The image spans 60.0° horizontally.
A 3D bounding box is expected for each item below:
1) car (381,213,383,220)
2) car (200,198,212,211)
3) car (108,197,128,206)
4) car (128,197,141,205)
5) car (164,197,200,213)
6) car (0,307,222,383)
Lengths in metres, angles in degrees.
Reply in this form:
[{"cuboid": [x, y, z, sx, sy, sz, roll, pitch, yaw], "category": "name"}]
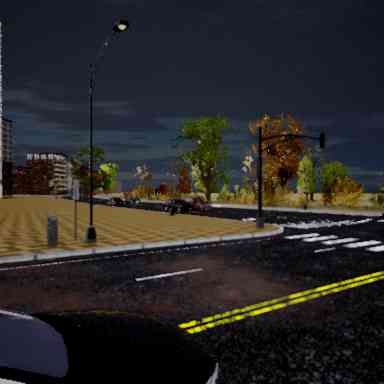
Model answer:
[{"cuboid": [14.929, 1.556, 21.786, 2.033, 1.411, 5.357, 0, 0, -7], "category": "car"}, {"cuboid": [0.479, 1.438, 41.035, 2.097, 1.767, 4.553, 0, 0, -31], "category": "car"}, {"cuboid": [-13.244, 1.646, 57.931, 1.837, 1.490, 4.892, 0, 0, -30], "category": "car"}, {"cuboid": [-10.692, 1.622, 60.020, 2.128, 1.511, 4.902, 0, 0, -30], "category": "car"}, {"cuboid": [-1.478, 1.571, 38.004, 1.882, 1.535, 5.008, 0, 0, -32], "category": "car"}, {"cuboid": [-1.958, 1.491, 2.010, 4.902, 1.511, 2.128, 0, 0, -35], "category": "car"}]
